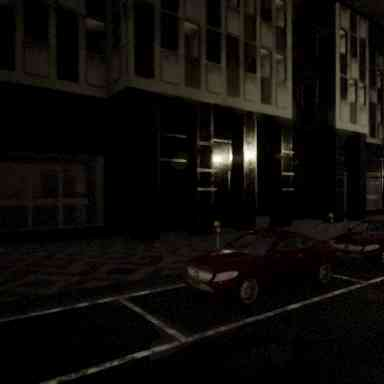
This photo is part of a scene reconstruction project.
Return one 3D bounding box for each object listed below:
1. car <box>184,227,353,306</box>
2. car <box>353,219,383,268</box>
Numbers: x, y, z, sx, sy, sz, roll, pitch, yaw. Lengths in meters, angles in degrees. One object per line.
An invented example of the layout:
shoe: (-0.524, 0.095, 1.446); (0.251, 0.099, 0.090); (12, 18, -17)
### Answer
car: (1.782, 1.580, 7.931); (4.206, 1.307, 1.802); (0, 0, -36)
car: (6.338, 1.578, 11.190); (4.206, 1.307, 1.802); (0, 0, -36)
